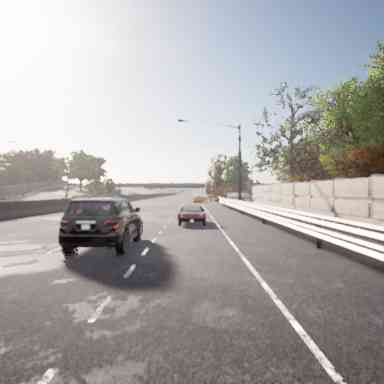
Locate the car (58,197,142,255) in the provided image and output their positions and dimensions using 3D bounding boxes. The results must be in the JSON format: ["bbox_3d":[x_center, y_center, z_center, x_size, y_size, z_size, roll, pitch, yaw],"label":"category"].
[{"bbox_3d":[-3.404,1.210,13.331,2.150,2.045,5.566,0,0,0],"label":"car"}]

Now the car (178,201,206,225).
[{"bbox_3d":[-0.004,1.589,23.936,1.895,1.301,4.718,0,0,0],"label":"car"}]

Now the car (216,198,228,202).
[{"bbox_3d":[8.375,2.084,91.392,2.033,1.411,5.357,0,-1,25],"label":"car"}]

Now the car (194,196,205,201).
[{"bbox_3d":[1.612,1.558,70.465,1.882,1.535,5.008,0,-1,11],"label":"car"}]
